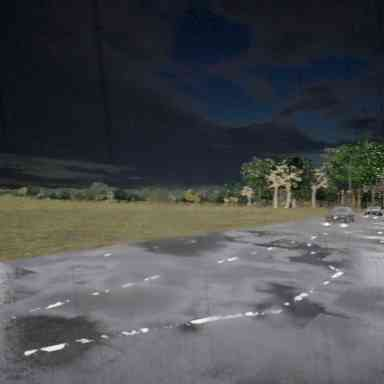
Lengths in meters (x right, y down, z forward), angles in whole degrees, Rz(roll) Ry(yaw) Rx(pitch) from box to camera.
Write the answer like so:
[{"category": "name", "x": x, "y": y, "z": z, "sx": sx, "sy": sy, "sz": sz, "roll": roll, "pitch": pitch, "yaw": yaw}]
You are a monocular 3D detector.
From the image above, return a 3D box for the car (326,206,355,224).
[{"category": "car", "x": 14.401, "y": 2.175, "z": 32.166, "sx": 1.837, "sy": 1.490, "sz": 4.892, "roll": 1, "pitch": -1, "yaw": 37}]

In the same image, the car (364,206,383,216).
[{"category": "car", "x": 26.193, "y": 2.717, "z": 47.897, "sx": 2.033, "sy": 1.411, "sz": 5.357, "roll": 1, "pitch": -1, "yaw": 37}]
